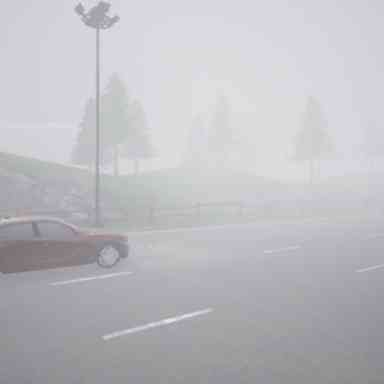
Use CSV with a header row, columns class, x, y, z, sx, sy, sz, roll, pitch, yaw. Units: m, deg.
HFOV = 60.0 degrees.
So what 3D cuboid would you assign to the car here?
class,x,y,z,sx,sy,sz,roll,pitch,yaw
car,-4.219,1.424,9.334,5.008,1.535,1.882,0,0,-35
